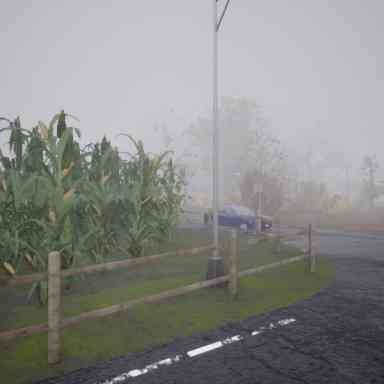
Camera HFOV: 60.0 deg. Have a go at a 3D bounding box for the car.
[{"bbox_3d":[2.723,1.590,20.369,1.882,1.535,5.008,0,0,-34],"label":"car"}]
